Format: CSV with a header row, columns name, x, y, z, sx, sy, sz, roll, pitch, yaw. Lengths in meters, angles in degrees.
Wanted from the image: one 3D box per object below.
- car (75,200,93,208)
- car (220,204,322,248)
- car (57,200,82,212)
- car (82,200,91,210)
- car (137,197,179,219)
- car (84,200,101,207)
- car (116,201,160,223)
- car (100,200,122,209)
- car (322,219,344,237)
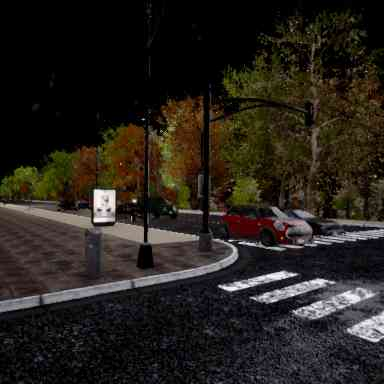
name,x,y,z,sx,sy,sz,roll,pitch,yaw
car,-19.897,2.168,61.016,1.812,1.442,4.674,1,-1,-35
car,3.204,1.377,15.069,2.097,1.767,4.553,1,-1,-29
car,-16.777,1.906,44.834,1.837,1.490,4.892,1,-2,-34
car,-16.555,2.052,50.287,1.994,1.385,4.181,1,-1,-34
car,-3.432,1.470,31.181,2.150,2.045,5.566,1,-1,-35
car,-19.990,2.298,66.874,1.994,1.385,4.181,1,-1,-35
car,-4.833,1.689,27.492,1.837,1.490,4.892,1,-2,-35
car,-14.256,2.124,58.589,2.128,1.511,4.902,1,-1,-35
car,5.449,1.637,18.341,2.033,1.411,5.357,1,-1,-35
